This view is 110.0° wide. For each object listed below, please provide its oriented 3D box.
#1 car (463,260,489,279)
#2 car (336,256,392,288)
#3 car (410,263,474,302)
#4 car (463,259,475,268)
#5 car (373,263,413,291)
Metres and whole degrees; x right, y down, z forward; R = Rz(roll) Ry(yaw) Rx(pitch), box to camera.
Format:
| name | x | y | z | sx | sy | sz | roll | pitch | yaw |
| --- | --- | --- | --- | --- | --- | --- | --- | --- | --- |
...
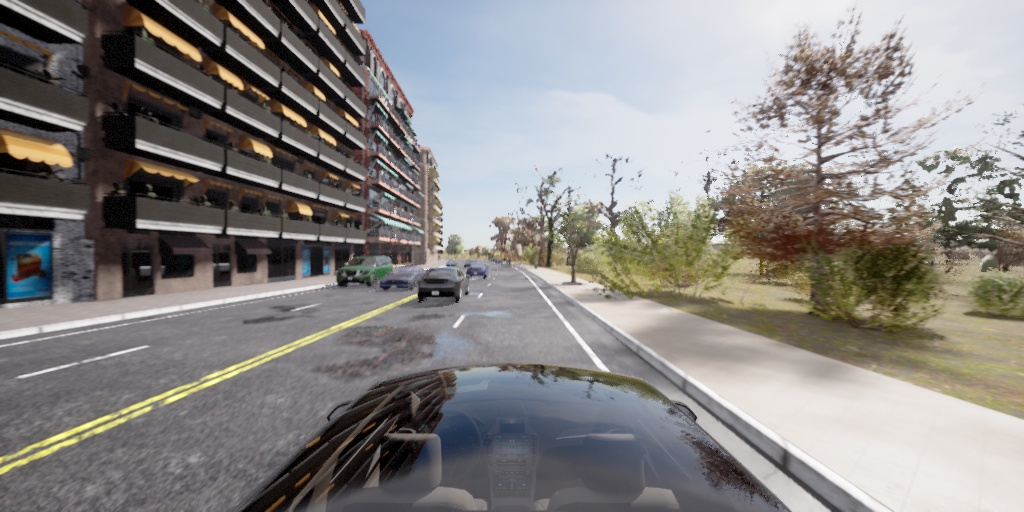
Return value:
| name | x | y | z | sx | sy | sz | roll | pitch | yaw |
| --- | --- | --- | --- | --- | --- | --- | --- | --- | --- |
| car | -3.208 | 1.342 | 33.616 | 1.812 | 1.442 | 4.674 | 0 | 0 | -1 |
| car | -9.855 | 1.019 | 24.584 | 2.150 | 2.045 | 5.566 | 0 | 0 | 0 |
| car | -3.149 | 1.286 | 17.162 | 1.837 | 1.490 | 4.892 | 0 | 0 | 0 |
| car | -7.559 | 1.382 | 63.738 | 1.837 | 1.490 | 4.892 | 0 | 0 | -2 |
| car | -6.600 | 1.341 | 22.657 | 2.033 | 1.411 | 5.357 | 0 | 0 | 0 |
